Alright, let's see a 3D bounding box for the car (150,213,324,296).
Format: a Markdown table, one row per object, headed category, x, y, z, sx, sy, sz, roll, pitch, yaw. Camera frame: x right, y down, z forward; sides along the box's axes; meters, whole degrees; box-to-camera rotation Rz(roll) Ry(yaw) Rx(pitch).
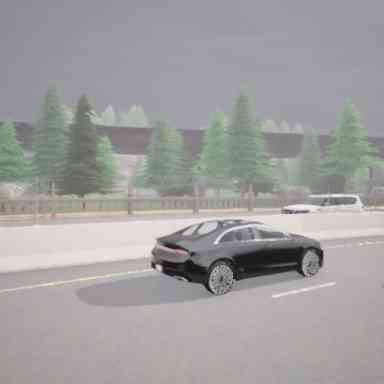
| category | x | y | z | sx | sy | sz | roll | pitch | yaw |
| --- | --- | --- | --- | --- | --- | --- | --- | --- | --- |
| car | 1.342 | 1.454 | 8.565 | 4.902 | 1.511 | 2.128 | 0 | 0 | -32 |
